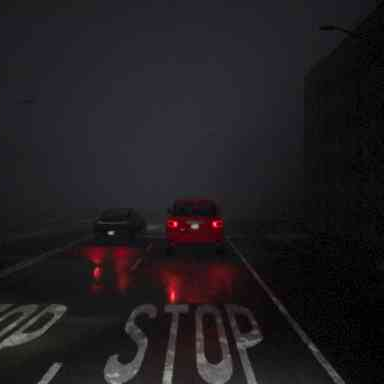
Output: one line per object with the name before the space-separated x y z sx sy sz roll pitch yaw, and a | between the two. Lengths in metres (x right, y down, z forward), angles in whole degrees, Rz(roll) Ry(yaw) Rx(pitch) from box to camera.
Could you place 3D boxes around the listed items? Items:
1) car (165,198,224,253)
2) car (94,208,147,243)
car | 0.104 1.276 13.994 2.150 2.045 5.566 0 0 0
car | -3.402 1.545 16.451 2.128 1.511 4.902 0 -1 0
